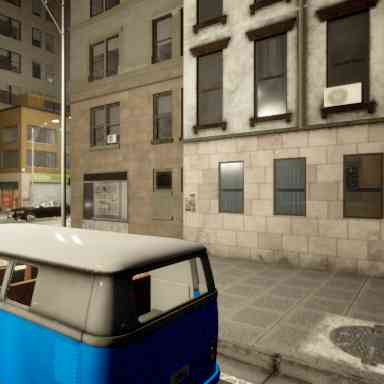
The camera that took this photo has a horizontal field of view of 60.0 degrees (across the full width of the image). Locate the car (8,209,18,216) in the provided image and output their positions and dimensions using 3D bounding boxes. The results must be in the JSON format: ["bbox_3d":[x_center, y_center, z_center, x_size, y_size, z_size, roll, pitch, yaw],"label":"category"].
[{"bbox_3d":[-6.156,1.315,7.057,5.009,1.841,2.192,0,0,35],"label":"car"}]

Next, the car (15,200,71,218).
[{"bbox_3d":[-11.449,1.419,25.576,2.128,1.511,4.902,0,0,35],"label":"car"}]

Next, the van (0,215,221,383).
[{"bbox_3d":[-1.620,1.341,3.926,3.998,1.788,1.690,0,0,35],"label":"van"}]
